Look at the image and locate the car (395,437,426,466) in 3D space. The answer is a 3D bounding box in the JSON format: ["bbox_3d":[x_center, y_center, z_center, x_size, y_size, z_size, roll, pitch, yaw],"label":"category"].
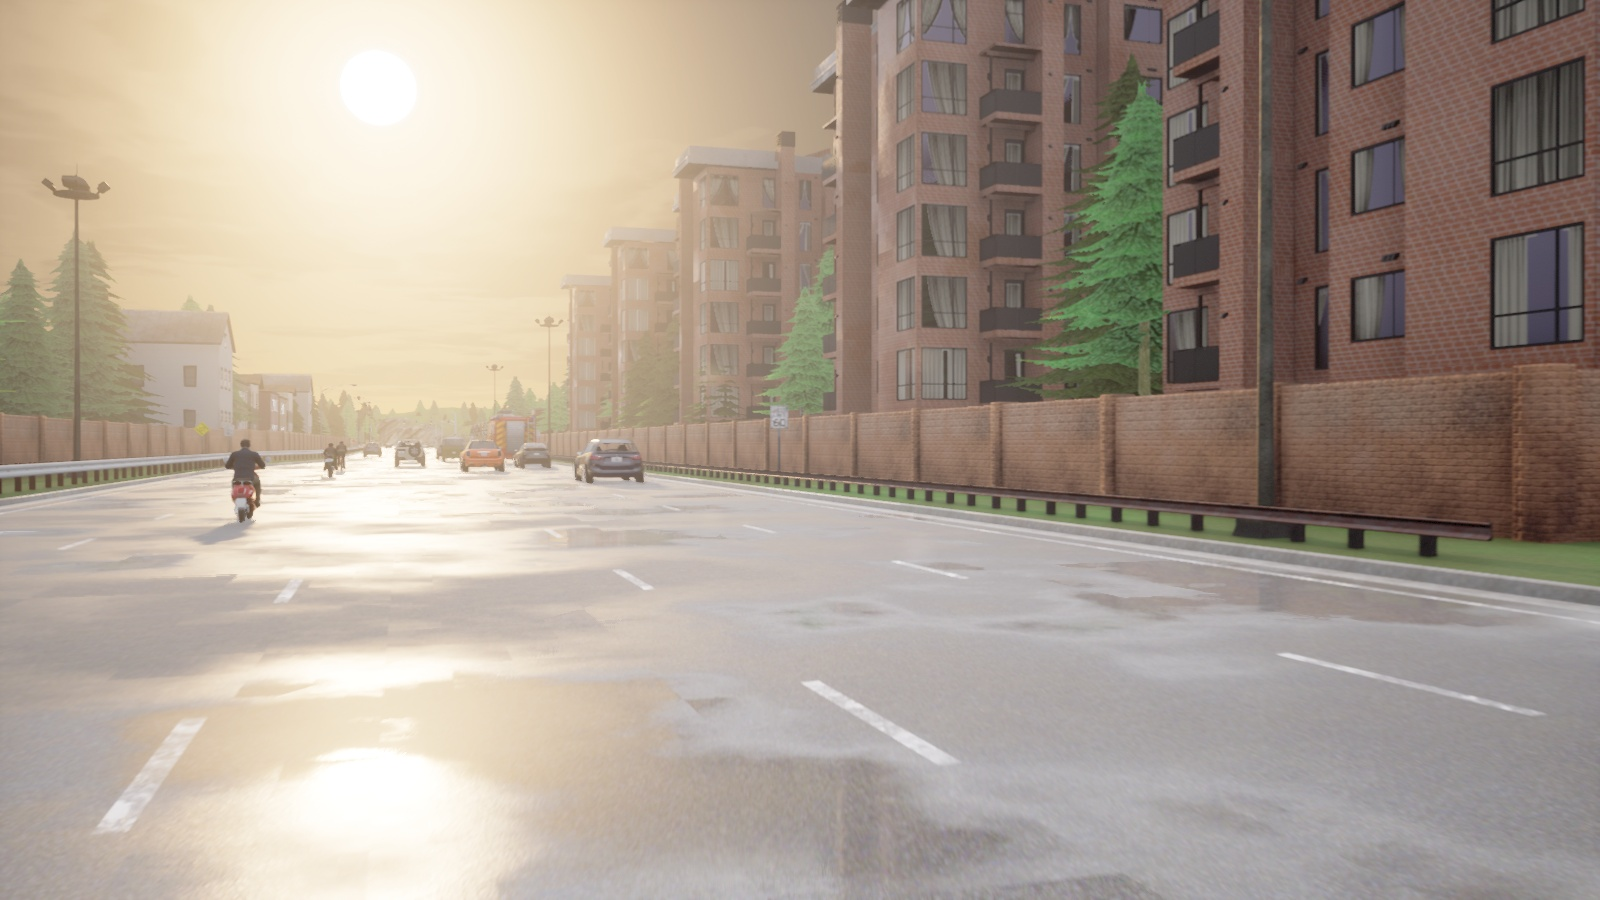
[{"bbox_3d":[-25.525,0.091,82.302,1.932,1.855,4.605,0,0,-17],"label":"car"}]

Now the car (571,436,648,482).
[{"bbox_3d":[-7.442,0.315,48.593,2.242,1.667,4.611,0,0,-18],"label":"car"}]

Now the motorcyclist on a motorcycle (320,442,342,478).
[{"bbox_3d":[-20.309,0.416,54.387,0.797,1.523,2.044,0,0,-18],"label":"motorcyclist on a motorcycle"}]

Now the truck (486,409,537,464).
[{"bbox_3d":[-21.007,-0.938,91.147,2.891,3.827,8.468,0,0,-18],"label":"truck"}]

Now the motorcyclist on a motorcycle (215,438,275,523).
[{"bbox_3d":[-10.711,0.560,24.277,0.866,1.590,1.817,0,0,-18],"label":"motorcyclist on a motorcycle"}]

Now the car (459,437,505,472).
[{"bbox_3d":[-16.989,0.222,67.021,2.097,1.767,4.553,0,0,-18],"label":"car"}]

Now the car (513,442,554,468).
[{"bbox_3d":[-16.107,0.261,75.778,2.007,1.525,4.514,0,0,-18],"label":"car"}]
